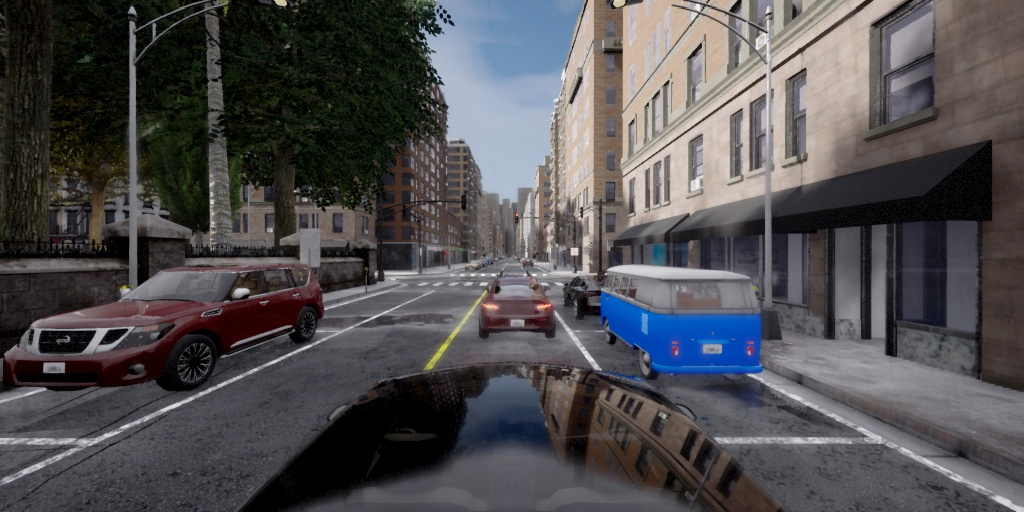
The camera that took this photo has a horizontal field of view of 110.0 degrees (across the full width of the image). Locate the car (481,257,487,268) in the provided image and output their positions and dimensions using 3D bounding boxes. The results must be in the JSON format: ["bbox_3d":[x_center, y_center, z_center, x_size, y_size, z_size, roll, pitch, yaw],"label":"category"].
[{"bbox_3d":[-5.538,1.271,56.087,2.007,1.370,4.403,0,0,0],"label":"car"}]

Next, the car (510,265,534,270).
[{"bbox_3d":[0.116,1.345,18.831,1.895,1.301,4.718,0,0,-1],"label":"car"}]

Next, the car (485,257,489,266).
[{"bbox_3d":[-5.525,1.265,61.538,1.888,1.381,4.507,0,0,0],"label":"car"}]

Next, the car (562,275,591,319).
[{"bbox_3d":[2.883,1.313,12.628,1.948,1.339,4.313,0,0,0],"label":"car"}]

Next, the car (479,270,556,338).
[{"bbox_3d":[0.125,1.274,10.009,1.812,1.442,4.674,0,0,0],"label":"car"}]

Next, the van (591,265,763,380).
[{"bbox_3d":[2.869,1.090,6.968,1.690,1.789,3.998,0,0,0],"label":"van"}]

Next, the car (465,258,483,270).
[{"bbox_3d":[-5.552,1.248,50.467,1.751,1.417,4.829,0,0,0],"label":"car"}]

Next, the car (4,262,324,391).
[{"bbox_3d":[-5.656,1.064,6.948,2.192,1.841,5.009,0,0,0],"label":"car"}]
